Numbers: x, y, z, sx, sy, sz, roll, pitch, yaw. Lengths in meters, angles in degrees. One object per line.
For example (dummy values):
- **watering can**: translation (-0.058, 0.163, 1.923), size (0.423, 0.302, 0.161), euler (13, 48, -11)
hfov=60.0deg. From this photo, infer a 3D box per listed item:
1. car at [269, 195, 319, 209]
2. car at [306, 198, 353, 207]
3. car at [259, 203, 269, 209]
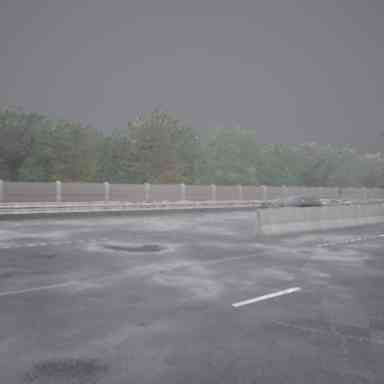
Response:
- **car**: translation (10.618, 1.313, 33.126), size (5.566, 2.045, 2.150), euler (1, 0, -35)
- **car**: translation (13.119, 1.584, 30.608), size (4.902, 1.511, 2.128), euler (0, 0, -35)
- **car**: translation (9.905, 1.566, 36.908), size (5.357, 1.411, 2.033), euler (2, -1, -35)
